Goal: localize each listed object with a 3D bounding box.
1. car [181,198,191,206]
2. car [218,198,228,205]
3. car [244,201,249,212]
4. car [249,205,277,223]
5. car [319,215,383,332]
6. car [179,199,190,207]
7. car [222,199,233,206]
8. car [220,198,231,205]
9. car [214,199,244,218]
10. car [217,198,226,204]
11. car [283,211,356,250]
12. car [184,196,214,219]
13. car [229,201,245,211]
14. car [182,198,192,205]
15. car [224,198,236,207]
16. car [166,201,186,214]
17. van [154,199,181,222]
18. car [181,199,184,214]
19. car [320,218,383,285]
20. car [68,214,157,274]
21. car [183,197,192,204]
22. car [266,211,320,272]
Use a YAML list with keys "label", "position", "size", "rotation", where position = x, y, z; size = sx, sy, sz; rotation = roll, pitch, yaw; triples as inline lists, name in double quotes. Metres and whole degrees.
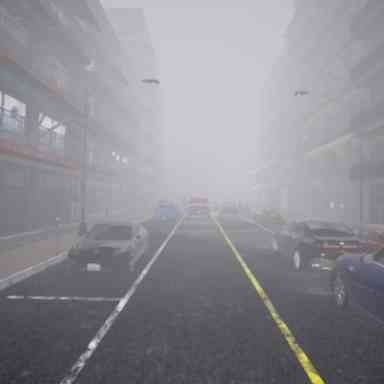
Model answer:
- label: "car"
  position: [-1.251, 1.948, 67.376]
  size: [1.752, 1.417, 4.829]
  rotation: [2, 0, 1]
- label: "car"
  position: [7.378, 2.173, 78.633]
  size: [2.008, 1.369, 4.403]
  rotation: [2, 0, 1]
- label: "car"
  position: [6.631, 1.842, 44.619]
  size: [1.967, 1.590, 4.097]
  rotation: [2, 0, 1]
- label: "car"
  position: [6.257, 1.812, 27.780]
  size: [1.752, 1.417, 4.829]
  rotation: [2, 0, 1]
- label: "car"
  position: [3.926, 1.449, 5.210]
  size: [2.097, 1.767, 4.553]
  rotation: [1, 0, 1]
- label: "car"
  position: [-1.373, 1.953, 61.876]
  size: [1.947, 1.339, 4.313]
  rotation: [2, 0, 1]
- label: "car"
  position: [7.128, 2.095, 67.295]
  size: [1.887, 1.381, 4.507]
  rotation: [2, 0, 1]
- label: "car"
  position: [7.253, 2.137, 72.964]
  size: [2.008, 1.369, 4.403]
  rotation: [2, 0, 1]
- label: "car"
  position: [3.729, 1.780, 34.077]
  size: [2.128, 1.511, 4.902]
  rotation: [1, -1, 2]
- label: "car"
  position: [7.503, 2.202, 84.302]
  size: [1.887, 1.381, 4.507]
  rotation: [2, 0, 1]
- label: "car"
  position: [6.003, 1.750, 16.271]
  size: [1.887, 1.381, 4.507]
  rotation: [2, 0, 1]
- label: "car"
  position: [0.652, 1.451, 32.032]
  size: [2.150, 2.045, 5.566]
  rotation: [1, 0, 1]
- label: "car"
  position: [6.753, 2.021, 50.288]
  size: [1.802, 1.307, 4.206]
  rotation: [2, 0, 1]
- label: "car"
  position: [-1.123, 2.011, 73.215]
  size: [2.008, 1.369, 4.403]
  rotation: [2, 0, 1]
- label: "car"
  position: [7.006, 1.954, 61.625]
  size: [1.967, 1.590, 4.097]
  rotation: [2, 0, 1]
- label: "car"
  position: [-1.873, 1.789, 39.196]
  size: [2.008, 1.369, 4.403]
  rotation: [2, 0, 1]
- label: "van"
  position: [-2.117, 1.501, 27.858]
  size: [1.690, 1.788, 3.998]
  rotation: [2, 0, 1]
- label: "car"
  position: [-1.998, 1.744, 33.526]
  size: [1.887, 1.381, 4.507]
  rotation: [2, 0, 1]
- label: "car"
  position: [5.878, 1.709, 10.602]
  size: [1.887, 1.381, 4.507]
  rotation: [2, 0, 1]
- label: "car"
  position: [-2.499, 1.604, 10.847]
  size: [1.947, 1.339, 4.313]
  rotation: [2, 0, 1]
- label: "car"
  position: [-0.994, 1.936, 78.886]
  size: [1.967, 1.590, 4.097]
  rotation: [2, 0, 1]
- label: "car"
  position: [4.035, 1.646, 11.239]
  size: [1.837, 1.490, 4.892]
  rotation: [1, 0, 1]
